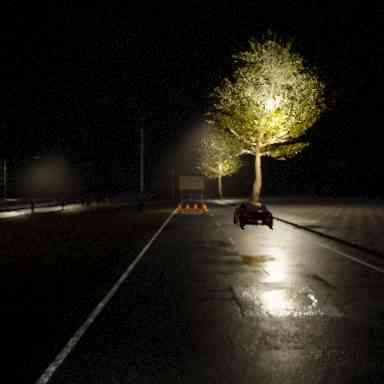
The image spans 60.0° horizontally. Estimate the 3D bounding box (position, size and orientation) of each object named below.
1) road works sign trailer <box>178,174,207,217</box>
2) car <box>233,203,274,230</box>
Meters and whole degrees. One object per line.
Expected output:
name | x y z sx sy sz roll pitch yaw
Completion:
road works sign trailer | -0.015 0.257 28.612 2.380 3.560 2.880 0 0 0
car | 3.591 1.373 19.913 1.812 1.442 4.674 0 0 0
